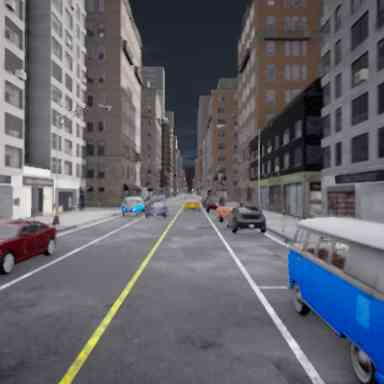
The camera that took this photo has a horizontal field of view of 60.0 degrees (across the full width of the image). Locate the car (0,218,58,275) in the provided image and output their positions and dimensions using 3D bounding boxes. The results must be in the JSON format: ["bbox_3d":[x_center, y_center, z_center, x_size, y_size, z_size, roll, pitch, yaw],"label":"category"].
[{"bbox_3d":[-5.858,1.574,10.603,1.887,1.381,4.507,0,0,0],"label":"car"}]

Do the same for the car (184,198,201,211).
[{"bbox_3d":[0.050,1.579,42.179,1.882,1.535,5.008,0,0,0],"label":"car"}]

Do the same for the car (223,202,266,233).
[{"bbox_3d":[3.142,1.556,19.928,1.837,1.490,4.892,0,0,0],"label":"car"}]

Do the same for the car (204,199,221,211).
[{"bbox_3d":[2.661,1.656,44.126,2.008,1.369,4.403,0,0,0],"label":"car"}]

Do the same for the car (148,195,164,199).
[{"bbox_3d":[-5.864,1.431,49.704,2.192,1.841,5.009,0,0,0],"label":"car"}]

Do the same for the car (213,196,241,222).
[{"bbox_3d":[3.108,1.421,26.898,2.097,1.767,4.553,0,0,0],"label":"car"}]

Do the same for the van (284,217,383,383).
[{"bbox_3d":[2.669,1.356,5.031,1.690,1.788,3.998,0,0,0],"label":"van"}]

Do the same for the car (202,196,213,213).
[{"bbox_3d":[2.663,1.409,38.541,2.192,1.841,5.009,0,0,0],"label":"car"}]

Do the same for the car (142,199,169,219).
[{"bbox_3d":[-3.100,1.601,30.148,1.812,1.442,4.674,0,0,0],"label":"car"}]

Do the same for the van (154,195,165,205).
[{"bbox_3d":[-5.867,1.479,60.877,1.690,1.788,3.998,0,0,0],"label":"van"}]

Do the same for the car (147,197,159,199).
[{"bbox_3d":[-5.864,1.670,44.119,1.947,1.339,4.313,0,0,0],"label":"car"}]

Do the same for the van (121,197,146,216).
[{"bbox_3d":[-5.862,1.422,32.947,1.690,1.788,3.998,0,0,0],"label":"van"}]

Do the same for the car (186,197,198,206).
[{"bbox_3d":[0.025,1.678,57.517,2.033,1.411,5.357,0,0,1],"label":"car"}]

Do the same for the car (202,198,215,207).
[{"bbox_3d":[2.659,1.693,55.295,1.947,1.339,4.313,0,0,0],"label":"car"}]

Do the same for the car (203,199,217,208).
[{"bbox_3d":[2.660,1.682,49.710,1.947,1.339,4.313,0,0,0],"label":"car"}]

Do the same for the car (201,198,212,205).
[{"bbox_3d":[2.658,1.720,60.880,1.802,1.307,4.206,0,0,0],"label":"car"}]
